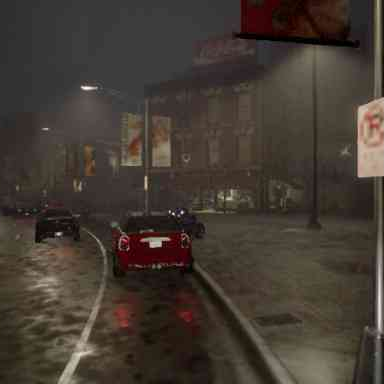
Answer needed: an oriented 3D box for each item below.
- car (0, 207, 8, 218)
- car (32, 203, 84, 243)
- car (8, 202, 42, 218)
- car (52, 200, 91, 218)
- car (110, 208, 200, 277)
[{"bbox_3d":[-9.783,1.487,14.780,2.128,1.511,4.902,0,0,-24],"label":"car"},{"bbox_3d":[-6.584,1.511,16.198,1.837,1.490,4.892,0,0,-24],"label":"car"},{"bbox_3d":[-15.601,1.602,30.132,1.895,1.301,4.718,0,0,-42],"label":"car"},{"bbox_3d":[-10.377,1.585,28.766,1.895,1.301,4.718,0,0,-34],"label":"car"},{"bbox_3d":[-1.459,1.350,10.542,2.097,1.767,4.553,0,0,-15],"label":"car"}]
